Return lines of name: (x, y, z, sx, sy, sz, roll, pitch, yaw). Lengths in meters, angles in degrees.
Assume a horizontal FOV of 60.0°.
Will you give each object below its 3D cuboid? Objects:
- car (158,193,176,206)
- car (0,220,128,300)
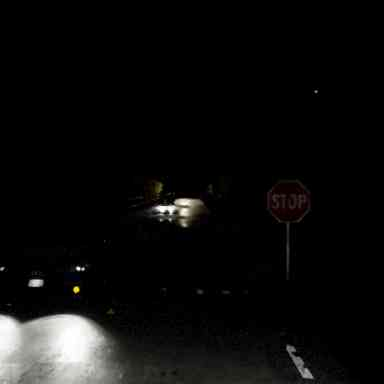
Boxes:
car: (-2.981, 0.842, 39.826, 2.128, 1.511, 4.902, 0, 1, 0)
car: (-2.795, 1.400, 7.935, 1.994, 1.385, 4.181, 0, 1, 0)
